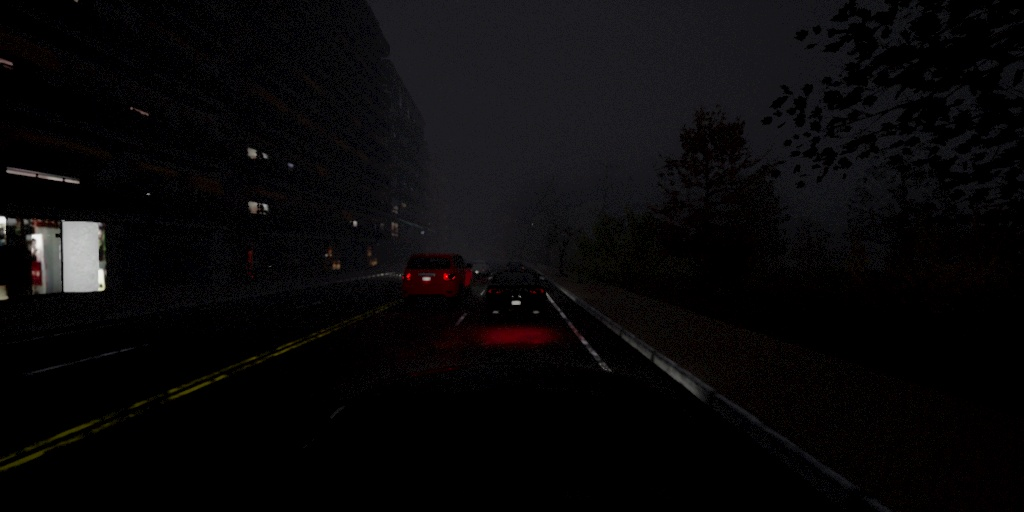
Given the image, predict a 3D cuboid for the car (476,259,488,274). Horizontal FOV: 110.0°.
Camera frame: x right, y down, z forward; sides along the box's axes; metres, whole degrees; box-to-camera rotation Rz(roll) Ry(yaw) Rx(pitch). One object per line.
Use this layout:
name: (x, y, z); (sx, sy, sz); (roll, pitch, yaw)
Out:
car: (-2.982, 1.132, 32.848); (1.812, 1.442, 4.674); (0, 0, 0)

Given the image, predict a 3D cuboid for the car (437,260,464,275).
car: (-6.418, 1.131, 37.994); (2.033, 1.411, 5.357); (0, 0, 0)

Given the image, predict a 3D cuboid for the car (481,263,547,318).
car: (0.147, 1.175, 12.789); (1.882, 1.535, 5.008); (0, 0, 1)

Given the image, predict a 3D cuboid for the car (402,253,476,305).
car: (-3.078, 0.905, 15.677); (2.150, 2.045, 5.566); (0, 0, 0)
